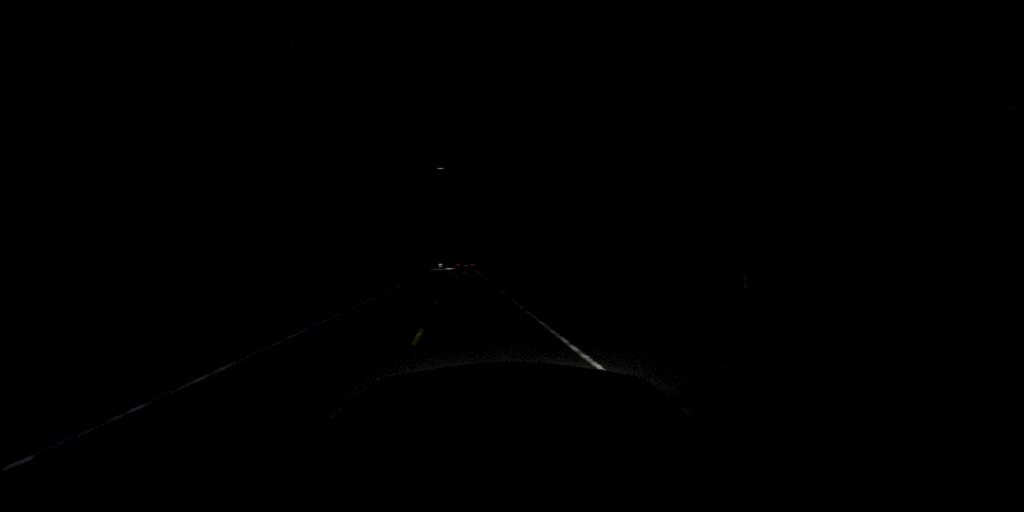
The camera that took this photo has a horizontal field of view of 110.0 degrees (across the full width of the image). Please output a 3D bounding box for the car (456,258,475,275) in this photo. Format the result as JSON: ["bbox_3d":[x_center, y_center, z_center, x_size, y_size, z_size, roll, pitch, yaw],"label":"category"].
[{"bbox_3d":[-5.855,1.245,45.402,2.150,2.045,5.566,-2,0,-8],"label":"car"}]
